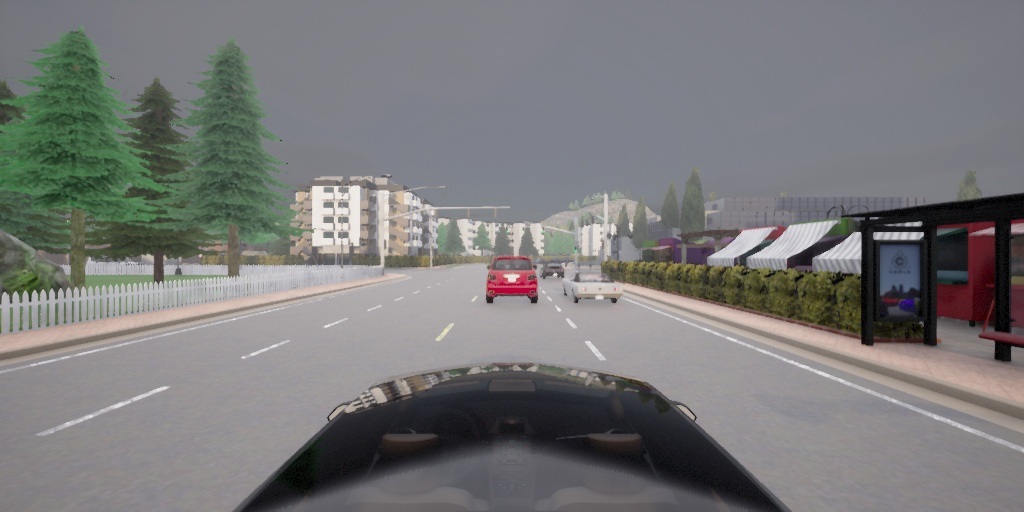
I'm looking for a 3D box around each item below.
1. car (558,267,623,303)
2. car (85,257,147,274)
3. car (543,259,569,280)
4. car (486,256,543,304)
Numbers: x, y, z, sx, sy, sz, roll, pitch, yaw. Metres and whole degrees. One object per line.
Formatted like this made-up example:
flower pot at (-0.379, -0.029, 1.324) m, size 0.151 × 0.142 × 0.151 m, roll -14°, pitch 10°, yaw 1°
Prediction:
car at (3.500, 1.364, 16.530) m, size 1.895 × 1.301 × 4.718 m, roll 0°, pitch 0°, yaw 0°
car at (-44.655, 1.074, 40.512) m, size 5.566 × 2.045 × 2.150 m, roll 0°, pitch 0°, yaw 1°
car at (3.500, 1.265, 31.500) m, size 1.837 × 1.490 × 4.892 m, roll 0°, pitch 0°, yaw 0°
car at (0.000, 1.006, 16.530) m, size 2.150 × 2.045 × 5.566 m, roll 0°, pitch 0°, yaw 0°
